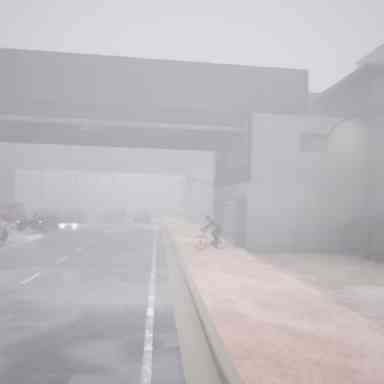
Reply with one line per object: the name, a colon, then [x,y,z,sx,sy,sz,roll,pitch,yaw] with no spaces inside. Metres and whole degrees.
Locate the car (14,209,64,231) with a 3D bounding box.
car: [-11.684,2.249,25.558,1.895,1.301,4.718,2,-2,-6]

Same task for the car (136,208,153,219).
car: [-7.035,3.198,49.811,2.033,1.411,5.357,2,-2,-5]

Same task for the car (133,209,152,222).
car: [-6.009,2.891,40.205,1.994,1.385,4.181,2,-2,-6]

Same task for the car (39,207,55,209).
car: [-16.367,2.446,37.228,2.128,1.511,4.902,2,-2,-5]

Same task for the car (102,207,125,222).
car: [-9.495,2.750,39.851,1.812,1.442,4.674,2,-2,-5]

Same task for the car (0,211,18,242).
car: [-10.741,1.868,16.495,1.812,1.442,4.674,2,-2,-6]

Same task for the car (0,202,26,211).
car: [-15.333,1.828,26.976,2.150,2.045,5.566,2,-2,-6]

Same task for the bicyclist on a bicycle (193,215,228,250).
bicyclist on a bicycle: [0.887,1.913,15.714,1.656,1.620,0.582,1,-2,-6]

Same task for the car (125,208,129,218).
car: [-10.564,3.062,49.669,1.837,1.490,4.892,2,-2,-6]

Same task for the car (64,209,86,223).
car: [-12.691,2.550,35.525,1.994,1.385,4.181,2,-2,-6]
